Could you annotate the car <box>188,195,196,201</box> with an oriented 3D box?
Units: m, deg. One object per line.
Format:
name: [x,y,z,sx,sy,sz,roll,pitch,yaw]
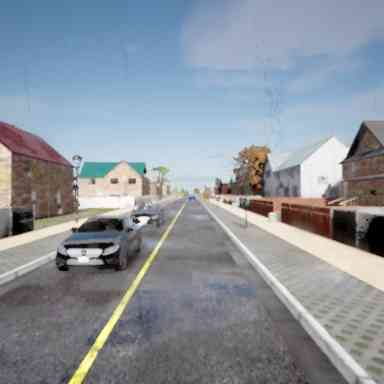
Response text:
car: [0.037,1.571,87.929,1.882,1.535,5.008,0,0,0]

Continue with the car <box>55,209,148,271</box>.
car: [-2.798,1.502,10.959,1.812,1.442,4.674,0,0,1]

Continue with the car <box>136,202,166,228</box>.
car: [-2.808,1.453,21.955,2.128,1.511,4.902,0,0,0]
